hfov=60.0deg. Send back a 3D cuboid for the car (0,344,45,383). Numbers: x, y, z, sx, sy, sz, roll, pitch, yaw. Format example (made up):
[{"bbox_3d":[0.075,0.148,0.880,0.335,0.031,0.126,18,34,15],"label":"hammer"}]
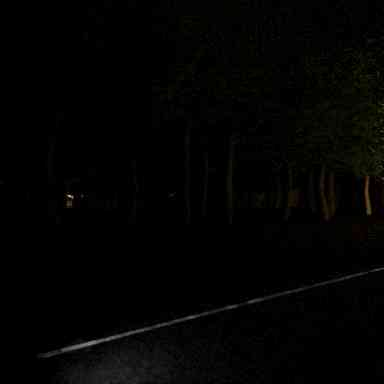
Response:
[{"bbox_3d":[-3.149,1.513,1.467,4.674,1.442,1.812,0,0,-36],"label":"car"}]
